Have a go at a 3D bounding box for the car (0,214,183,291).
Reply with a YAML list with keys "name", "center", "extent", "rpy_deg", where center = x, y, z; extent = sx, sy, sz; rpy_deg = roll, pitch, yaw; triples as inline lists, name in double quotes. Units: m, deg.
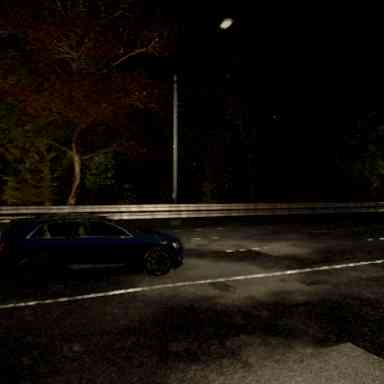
- name: "car"
  center: [-2.626, 1.404, 8.820]
  extent: [4.856, 1.649, 2.033]
  rpy_deg: [0, 0, -24]
